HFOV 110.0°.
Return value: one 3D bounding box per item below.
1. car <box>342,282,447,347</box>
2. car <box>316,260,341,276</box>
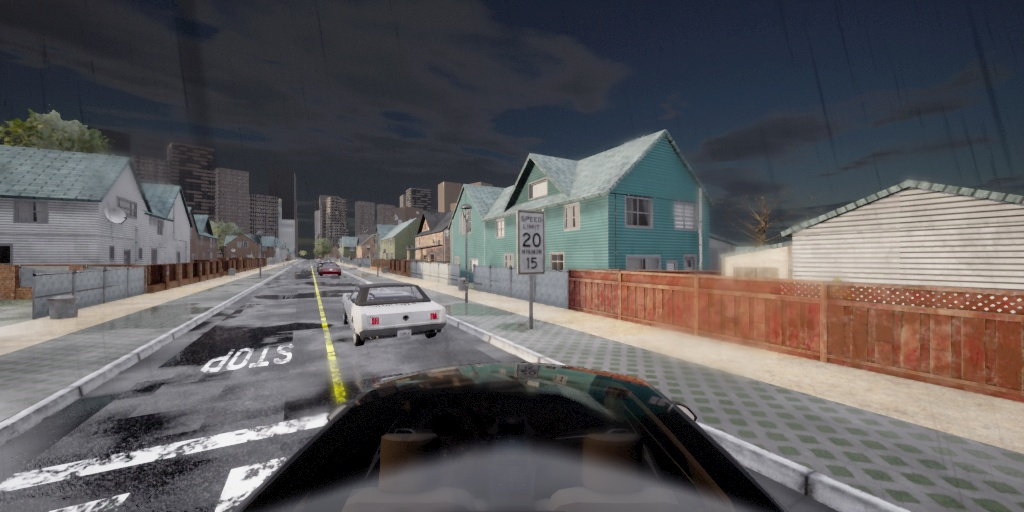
[{"bbox_3d":[-3.370,1.353,9.547,1.895,1.301,4.718,0,0,-29],"label":"car"},{"bbox_3d":[-18.884,1.324,37.117,1.994,1.385,4.181,0,0,-30],"label":"car"}]
